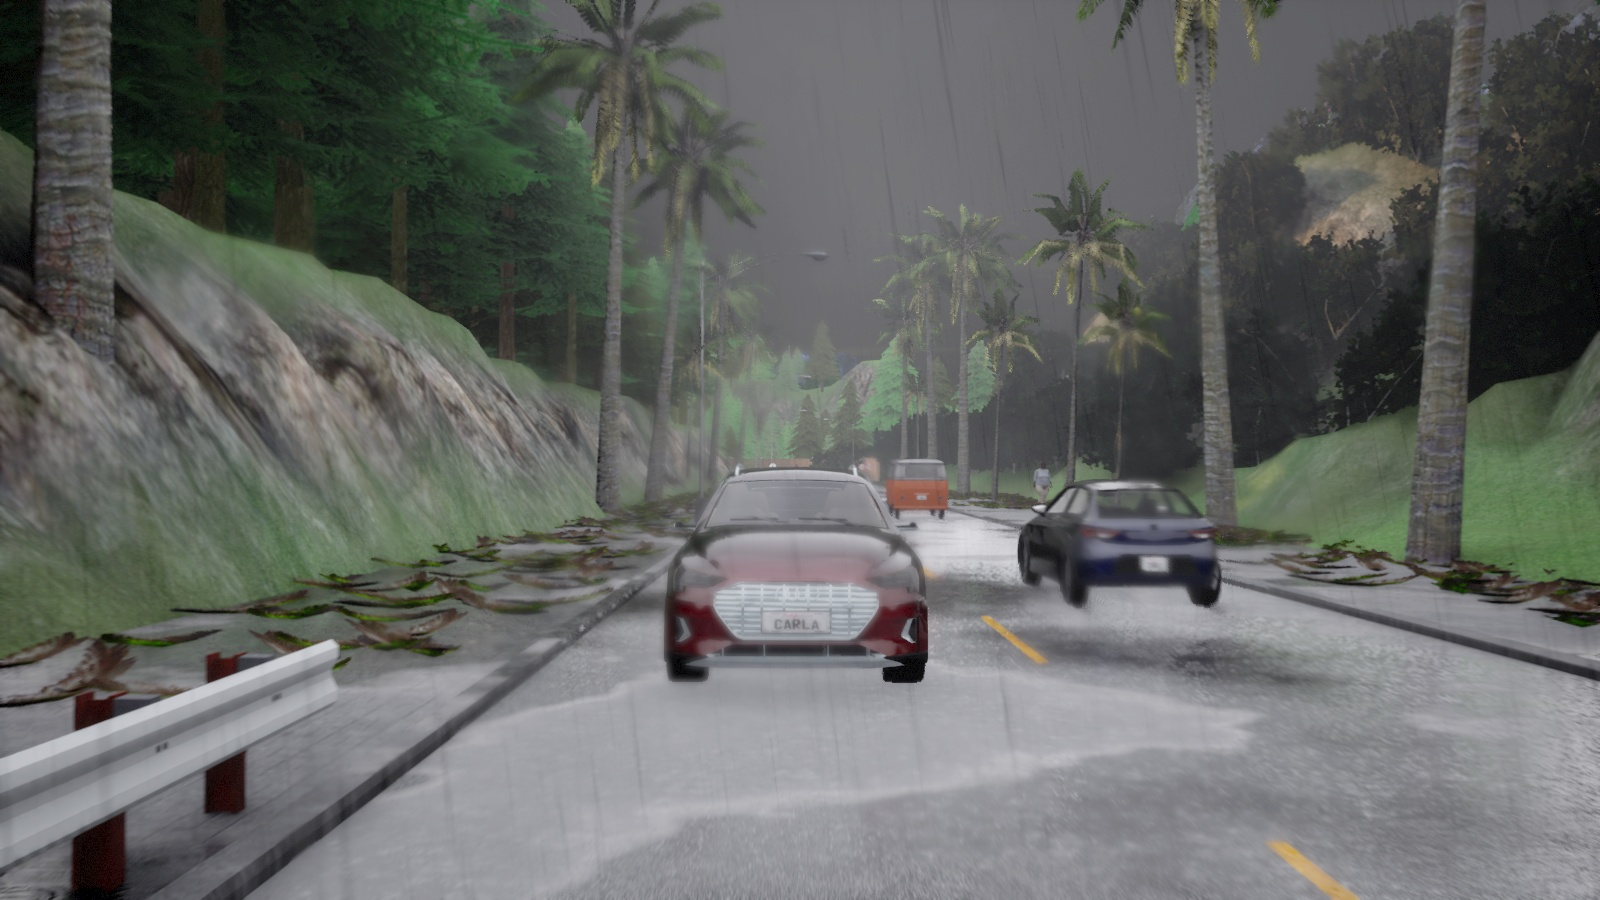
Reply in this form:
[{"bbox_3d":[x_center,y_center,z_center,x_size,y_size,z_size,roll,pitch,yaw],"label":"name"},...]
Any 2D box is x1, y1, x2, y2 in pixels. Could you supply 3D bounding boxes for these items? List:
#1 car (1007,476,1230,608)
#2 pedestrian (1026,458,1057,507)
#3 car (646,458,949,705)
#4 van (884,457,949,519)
[{"bbox_3d":[3.966,1.086,16.366,1.816,1.474,4.193,0,-1,0],"label":"car"},{"bbox_3d":[9.207,1.227,47.806,0.874,1.855,0.900,0,-1,-11],"label":"pedestrian"},{"bbox_3d":[-0.024,0.927,10.882,2.033,1.649,4.856,0,-1,0],"label":"car"},{"bbox_3d":[3.908,1.266,42.652,1.775,1.987,4.442,0,-1,0],"label":"van"}]
